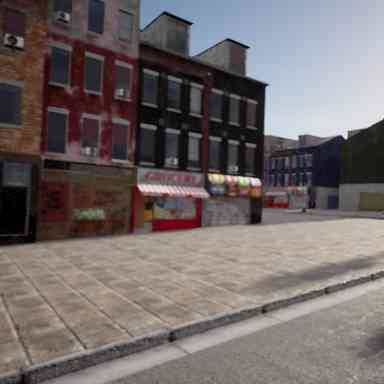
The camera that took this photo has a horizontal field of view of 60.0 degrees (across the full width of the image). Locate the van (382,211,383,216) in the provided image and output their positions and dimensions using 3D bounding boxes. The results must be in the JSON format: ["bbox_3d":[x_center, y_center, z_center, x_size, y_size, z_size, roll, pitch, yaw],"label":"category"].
[{"bbox_3d":[18.863,1.665,28.901,1.690,1.788,3.998,3,-2,-35],"label":"van"}]
